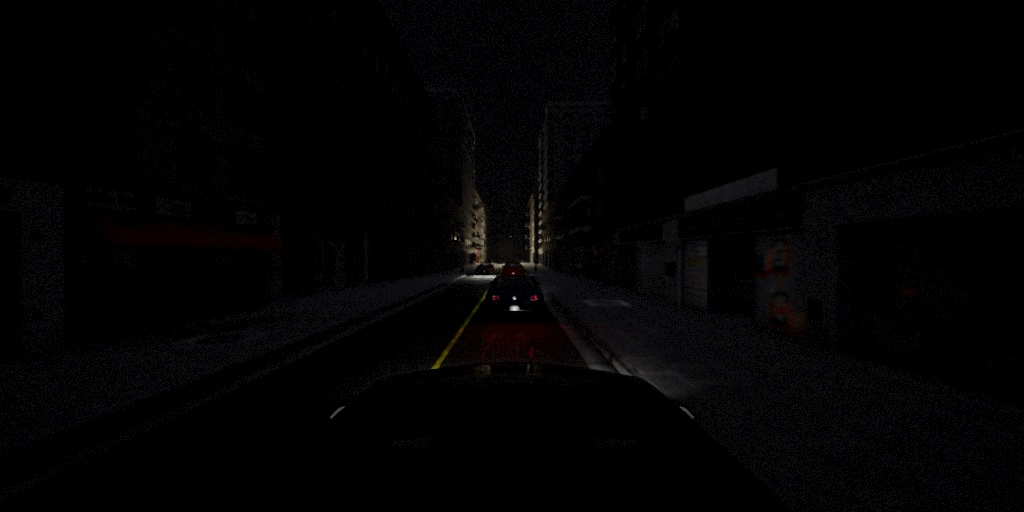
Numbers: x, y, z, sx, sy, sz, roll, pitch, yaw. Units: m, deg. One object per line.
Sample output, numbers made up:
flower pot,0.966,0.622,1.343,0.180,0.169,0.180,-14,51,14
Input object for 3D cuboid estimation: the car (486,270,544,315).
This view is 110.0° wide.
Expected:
car,0.092,1.362,13.549,1.895,1.301,4.718,0,0,0

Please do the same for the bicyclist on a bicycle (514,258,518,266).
bicyclist on a bicycle,0.749,1.285,64.501,0.866,1.612,1.509,0,0,0

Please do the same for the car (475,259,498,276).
car,-2.843,1.360,38.613,1.994,1.385,4.181,0,0,0

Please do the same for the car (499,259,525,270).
car,0.094,1.262,31.633,1.882,1.535,5.008,0,0,0
